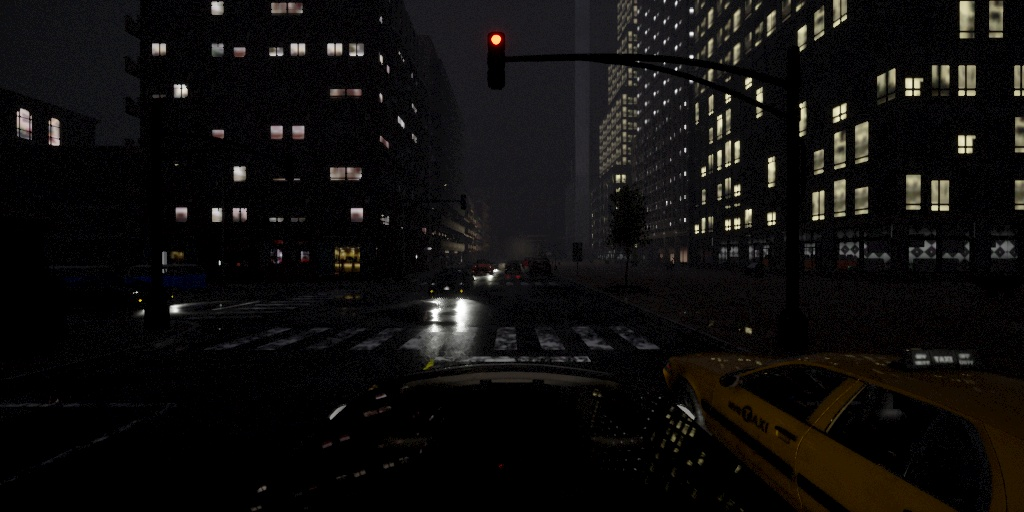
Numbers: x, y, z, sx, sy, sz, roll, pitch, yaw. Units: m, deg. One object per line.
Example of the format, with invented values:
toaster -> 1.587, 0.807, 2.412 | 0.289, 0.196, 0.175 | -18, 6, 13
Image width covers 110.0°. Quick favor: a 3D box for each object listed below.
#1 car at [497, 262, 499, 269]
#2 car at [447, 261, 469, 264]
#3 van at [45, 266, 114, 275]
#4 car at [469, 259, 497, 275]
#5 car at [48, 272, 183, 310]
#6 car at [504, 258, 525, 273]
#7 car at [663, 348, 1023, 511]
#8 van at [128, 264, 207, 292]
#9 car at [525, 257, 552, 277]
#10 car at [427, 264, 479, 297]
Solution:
car -> -3.089, 1.273, 55.105 | 2.128, 1.511, 4.902 | 0, 0, 0
car -> -5.691, 1.309, 34.770 | 2.007, 1.370, 4.403 | 0, 0, 0
van -> -26.305, 1.481, 21.479 | 3.998, 1.789, 1.690 | 0, 0, -1
car -> -3.100, 1.113, 38.816 | 2.097, 1.767, 4.553 | 0, 0, 0
car -> -17.602, 1.583, 15.765 | 4.181, 1.385, 1.994 | -1, 0, -1
car -> 0.100, 1.258, 43.970 | 2.128, 1.511, 4.902 | 0, 0, 0
car -> 2.689, 1.275, 2.527 | 1.751, 1.417, 4.829 | 0, 0, 0
van -> -20.767, 1.390, 21.530 | 3.998, 1.789, 1.690 | 0, 0, -1
car -> 2.689, 1.074, 34.770 | 2.192, 1.841, 5.009 | 0, 0, 0
car -> -3.106, 1.349, 18.990 | 1.994, 1.385, 4.181 | 0, 0, 0
